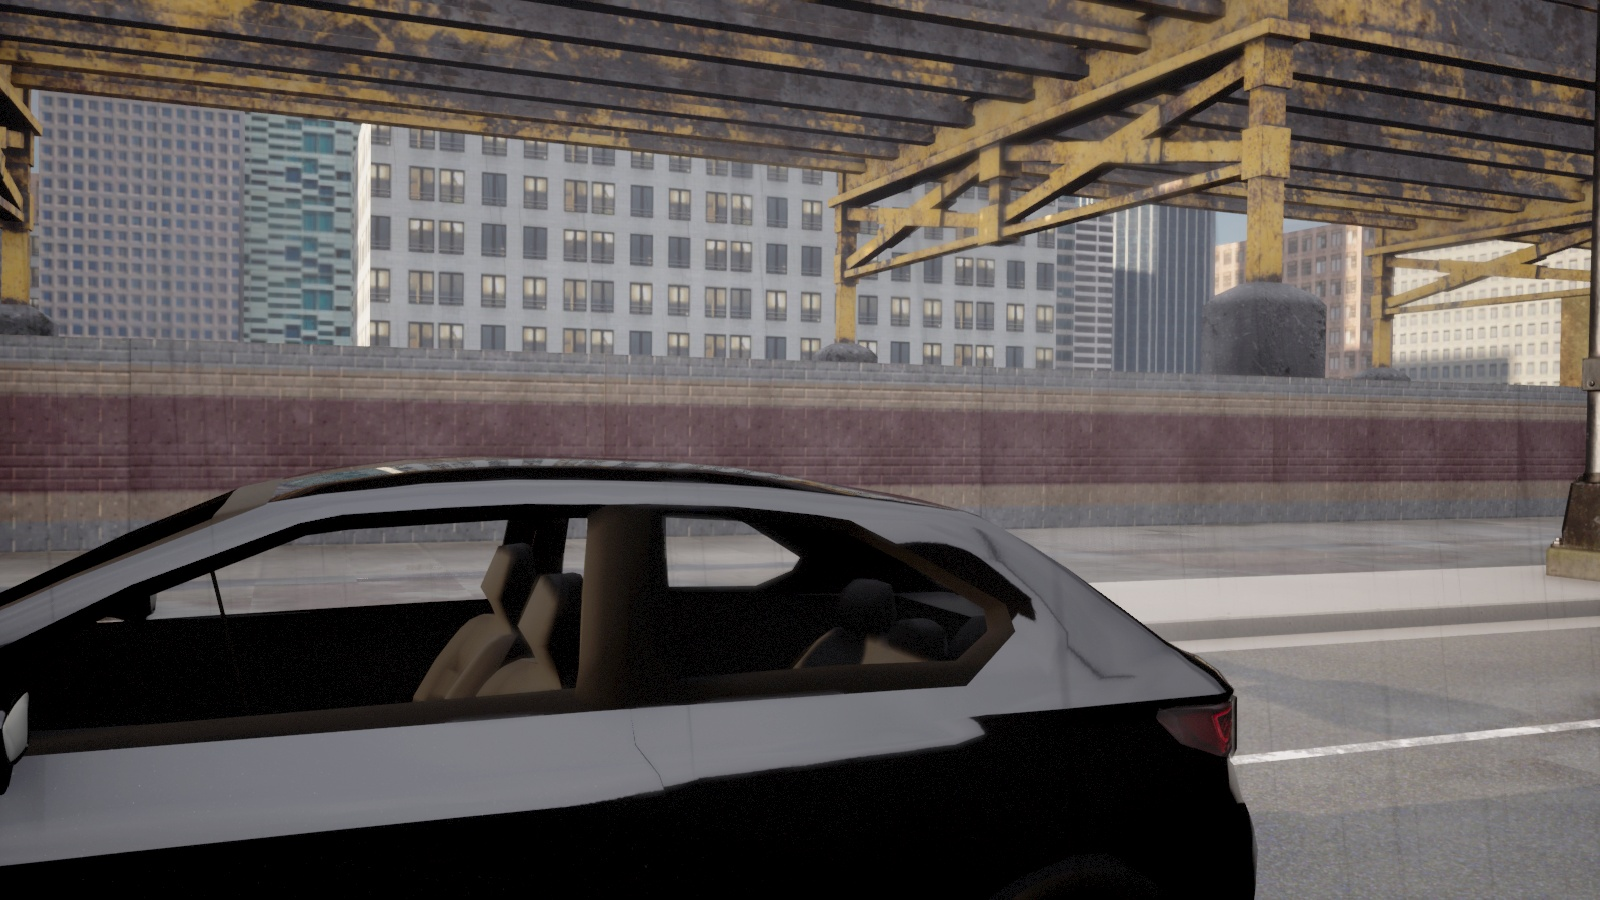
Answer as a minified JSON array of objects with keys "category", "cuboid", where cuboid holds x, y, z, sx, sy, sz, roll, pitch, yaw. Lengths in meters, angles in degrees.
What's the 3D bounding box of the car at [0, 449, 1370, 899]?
[{"category":"car","cuboid":[-1.042,0.777,2.843,4.193,1.474,1.816,-1,1,-21]}]
